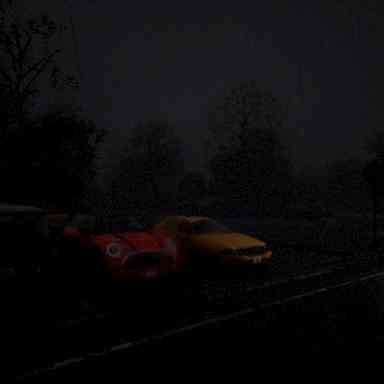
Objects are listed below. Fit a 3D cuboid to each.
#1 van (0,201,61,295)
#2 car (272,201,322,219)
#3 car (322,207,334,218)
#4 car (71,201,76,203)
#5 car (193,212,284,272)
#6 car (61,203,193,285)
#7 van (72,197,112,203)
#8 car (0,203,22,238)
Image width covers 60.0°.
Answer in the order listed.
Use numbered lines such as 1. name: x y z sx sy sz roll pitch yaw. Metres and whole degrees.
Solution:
1. van: -4.779 1.245 8.004 1.878 1.987 4.442 0 0 -36
2. car: 10.325 1.909 33.871 2.002 1.452 4.674 2 -1 -36
3. car: 12.871 1.819 35.766 2.185 1.767 4.553 2 -1 -36
4. car: -8.918 1.484 20.234 1.946 1.575 5.366 0 0 -36
5. car: 0.223 1.498 11.247 1.946 1.575 5.366 1 0 -36
6. car: -2.268 1.354 9.713 2.185 1.767 4.553 1 0 -36
7. van: -6.475 1.281 21.626 1.878 1.987 4.442 1 0 -36
8. car: -11.075 1.471 18.676 1.946 1.575 5.366 0 0 -36
